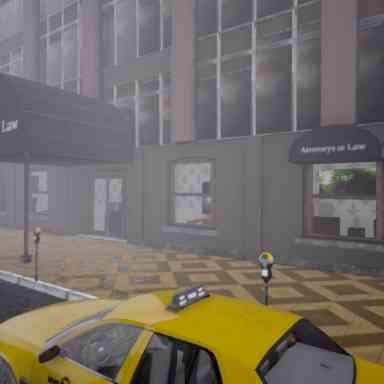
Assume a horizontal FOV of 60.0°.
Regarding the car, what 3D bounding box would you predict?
[{"bbox_3d":[-0.239,1.525,3.041,4.829,1.417,1.752,0,0,36],"label":"car"}]
